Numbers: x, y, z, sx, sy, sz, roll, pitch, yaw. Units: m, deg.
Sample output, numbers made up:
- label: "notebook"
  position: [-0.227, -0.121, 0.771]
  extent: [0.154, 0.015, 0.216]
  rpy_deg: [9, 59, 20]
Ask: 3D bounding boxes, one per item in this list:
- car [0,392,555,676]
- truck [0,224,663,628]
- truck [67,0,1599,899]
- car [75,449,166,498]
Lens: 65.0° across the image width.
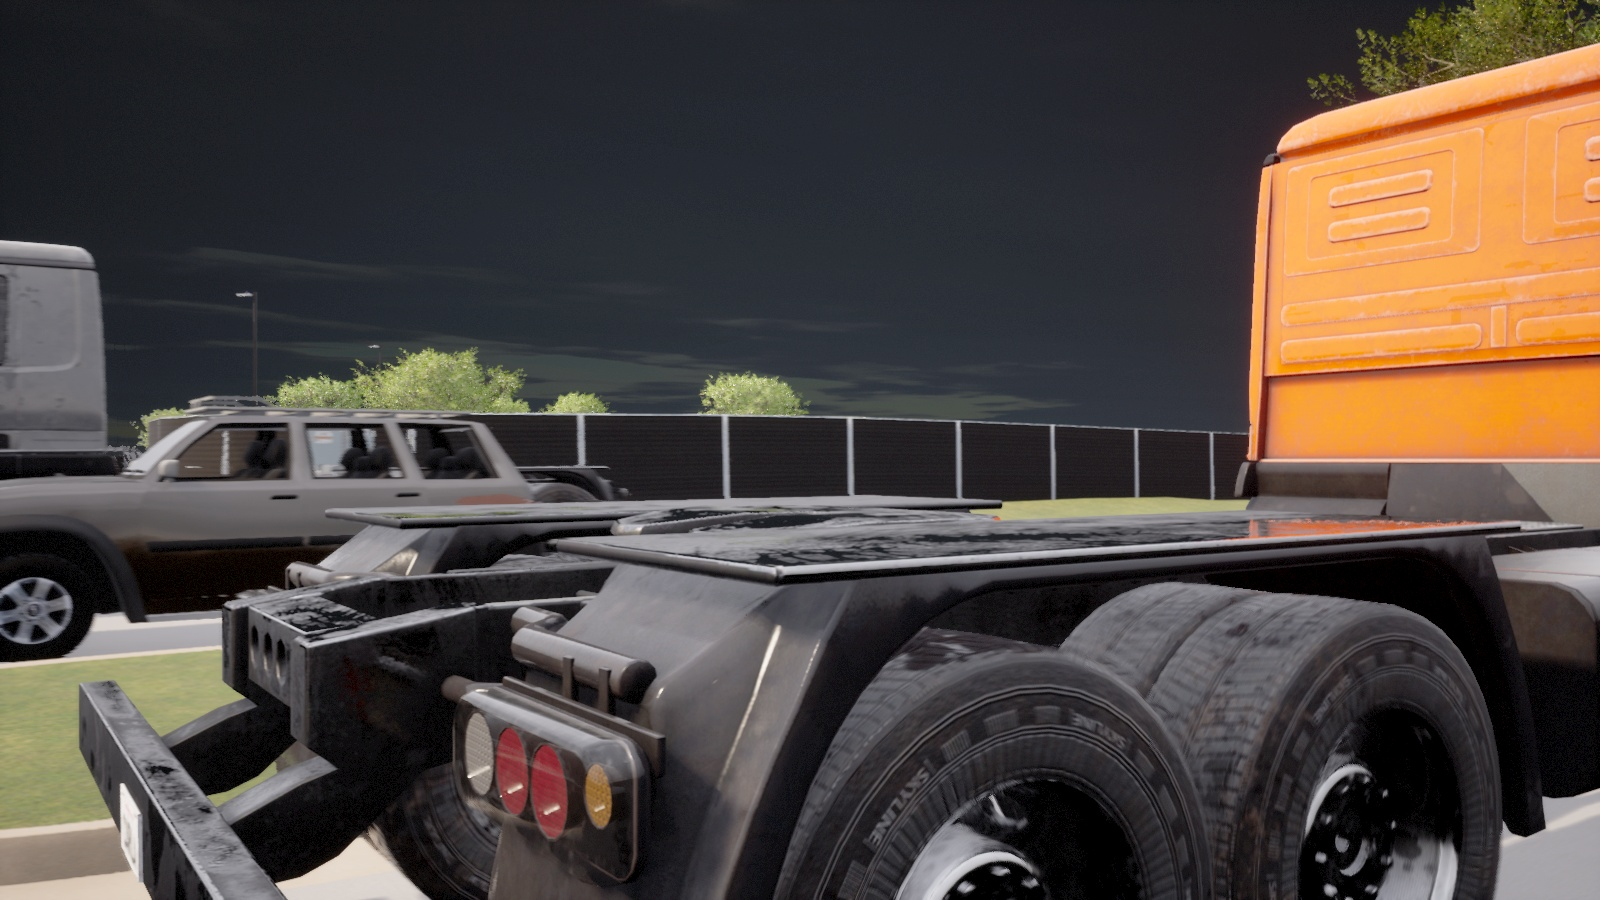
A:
- label: "car"
  position: [-4.478, 0.555, 9.892]
  extent: [4.605, 1.855, 1.932]
  rpy_deg: [0, 0, -34]
- label: "truck"
  position: [-5.670, -0.188, 13.357]
  extent: [7.936, 3.462, 2.891]
  rpy_deg: [0, -1, -35]
- label: "truck"
  position: [1.822, -0.224, 4.940]
  extent: [7.936, 3.462, 2.891]
  rpy_deg: [0, 0, -34]
- label: "car"
  position: [-27.009, 0.887, 50.066]
  extent: [1.932, 1.855, 4.605]
  rpy_deg: [-1, 0, -12]
